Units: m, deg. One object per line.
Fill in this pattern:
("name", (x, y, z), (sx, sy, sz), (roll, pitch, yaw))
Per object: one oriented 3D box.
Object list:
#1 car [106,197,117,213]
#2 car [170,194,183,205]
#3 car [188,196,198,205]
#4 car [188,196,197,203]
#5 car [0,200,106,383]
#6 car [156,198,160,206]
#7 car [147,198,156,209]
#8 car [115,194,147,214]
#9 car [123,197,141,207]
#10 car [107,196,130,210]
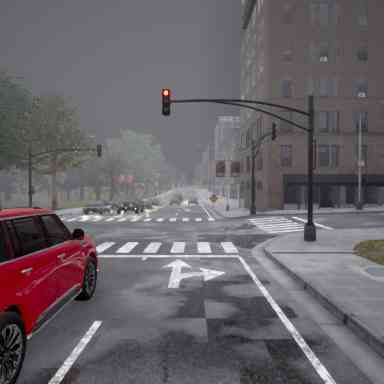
("car", (-9.800, 1.575, 34.943), (2.033, 1.411, 5.357), (0, 0, 0))
("car", (-3.064, 1.647, 61.335), (2.033, 1.411, 5.357), (0, 0, 1))
("car", (0.194, 1.648, 61.810), (2.033, 1.411, 5.357), (0, 0, 0))
("car", (0.115, 1.622, 75.306), (1.837, 1.490, 4.892), (0, 0, 0))
("car", (-3.119, 1.220, 5.165), (2.150, 2.045, 5.566), (0, 0, -2))
("car", (-6.490, 1.648, 55.447), (1.994, 1.385, 4.181), (0, 0, 1))
("car", (-6.533, 1.579, 45.583), (1.812, 1.442, 4.674), (0, 0, 0))
("car", (-6.548, 1.252, 35.828), (2.150, 2.045, 5.566), (0, 0, 0))
("car", (-9.756, 1.573, 54.691), (2.128, 1.511, 4.902), (0, 0, 0))
("car", (-9.782, 1.402, 44.474), (2.097, 1.767, 4.553), (0, 0, 0))
